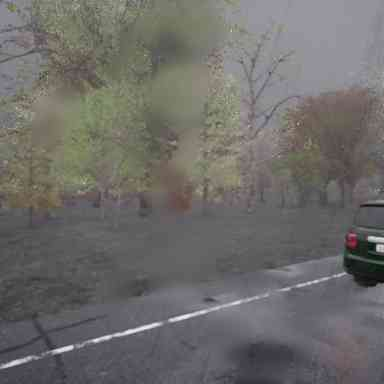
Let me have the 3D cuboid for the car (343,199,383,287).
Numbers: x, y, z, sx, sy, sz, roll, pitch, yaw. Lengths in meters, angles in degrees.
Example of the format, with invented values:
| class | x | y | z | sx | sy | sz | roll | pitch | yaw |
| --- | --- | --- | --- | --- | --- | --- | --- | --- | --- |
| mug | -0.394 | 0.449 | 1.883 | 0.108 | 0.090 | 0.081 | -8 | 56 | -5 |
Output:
| class | x | y | z | sx | sy | sz | roll | pitch | yaw |
| --- | --- | --- | --- | --- | --- | --- | --- | --- | --- |
| car | 5.870 | 1.158 | 7.911 | 5.566 | 2.045 | 2.150 | 0 | 0 | -35 |
